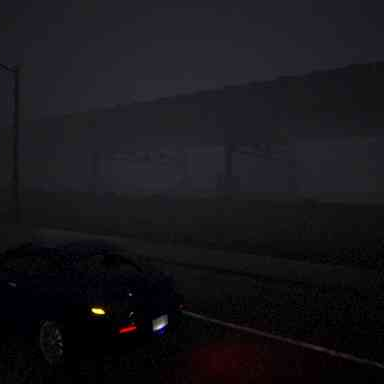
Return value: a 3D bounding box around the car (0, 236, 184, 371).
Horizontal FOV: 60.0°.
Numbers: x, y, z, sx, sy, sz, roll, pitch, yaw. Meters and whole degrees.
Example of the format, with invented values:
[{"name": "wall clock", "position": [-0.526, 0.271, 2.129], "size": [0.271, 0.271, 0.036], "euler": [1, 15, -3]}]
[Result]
[{"name": "car", "position": [-2.279, 1.498, 5.620], "size": [4.674, 1.442, 1.812], "euler": [0, 0, 36]}]
